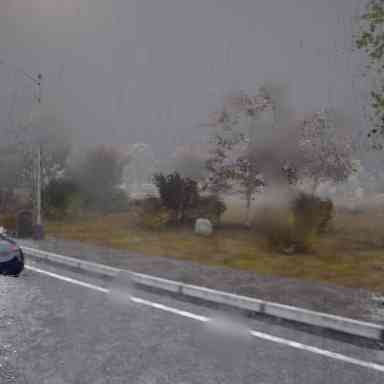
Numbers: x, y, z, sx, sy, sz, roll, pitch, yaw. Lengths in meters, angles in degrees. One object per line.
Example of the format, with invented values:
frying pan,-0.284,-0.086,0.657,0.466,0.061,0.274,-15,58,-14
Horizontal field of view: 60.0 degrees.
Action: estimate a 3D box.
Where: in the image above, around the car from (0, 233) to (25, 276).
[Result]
car,-6.420,1.567,9.245,4.181,1.385,1.994,0,0,40
